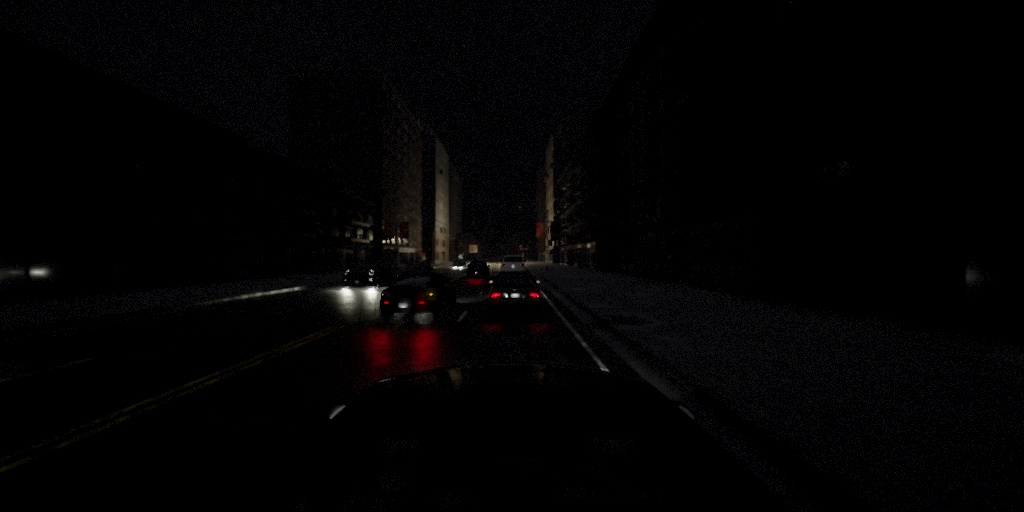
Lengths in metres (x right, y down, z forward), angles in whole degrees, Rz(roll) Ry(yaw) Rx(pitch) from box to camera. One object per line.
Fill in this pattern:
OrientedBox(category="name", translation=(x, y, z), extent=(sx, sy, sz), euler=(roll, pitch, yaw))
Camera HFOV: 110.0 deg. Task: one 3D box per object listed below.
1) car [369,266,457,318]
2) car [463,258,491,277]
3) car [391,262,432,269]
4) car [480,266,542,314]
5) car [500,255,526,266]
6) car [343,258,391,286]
OrientedBox(category="car", translation=(-3.152, 1.256, 12.718), extent=(1.812, 1.442, 4.674), euler=(0, 0, 0))
OrientedBox(category="car", translation=(-3.150, 1.202, 33.958), extent=(1.837, 1.490, 4.892), euler=(0, 0, 0))
OrientedBox(category="car", translation=(-6.598, 1.215, 25.198), extent=(1.837, 1.490, 4.892), euler=(0, 0, 0))
OrientedBox(category="car", translation=(0.100, 1.276, 13.705), extent=(2.033, 1.411, 5.357), euler=(0, 0, 0))
OrientedBox(category="car", translation=(0.100, 0.920, 32.884), extent=(2.150, 2.045, 5.566), euler=(0, 0, 0))
OrientedBox(category="car", translation=(-9.848, 1.062, 25.002), extent=(2.097, 1.767, 4.553), euler=(0, 0, 0))
